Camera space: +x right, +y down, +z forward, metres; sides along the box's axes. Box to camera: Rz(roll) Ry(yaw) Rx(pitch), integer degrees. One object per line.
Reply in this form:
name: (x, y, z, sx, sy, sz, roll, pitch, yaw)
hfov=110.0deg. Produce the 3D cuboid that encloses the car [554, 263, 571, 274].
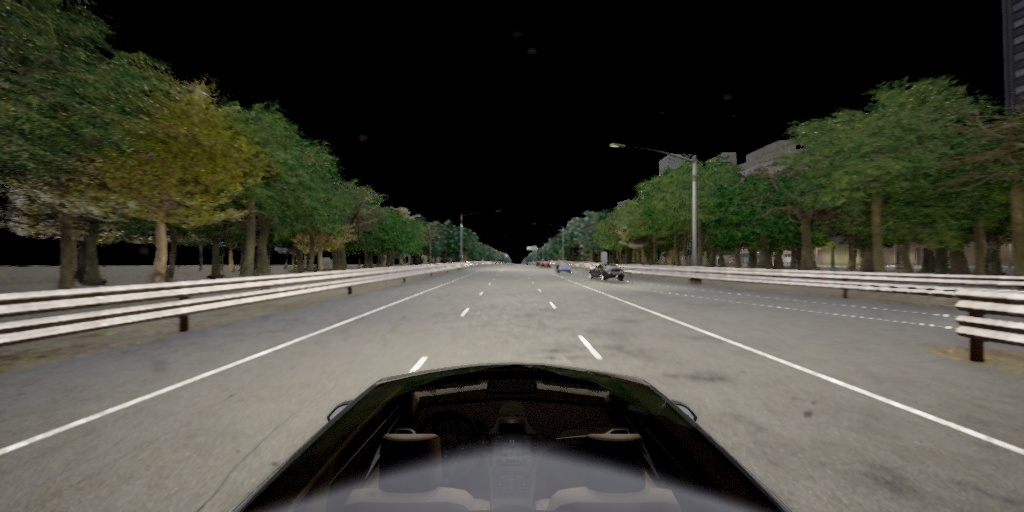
car: (6.997, 1.658, 49.620, 2.033, 1.411, 5.357, 0, 0, 1)

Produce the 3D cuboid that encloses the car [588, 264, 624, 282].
car: (8.460, 1.491, 32.569, 1.837, 1.490, 4.892, 0, 0, -9)
